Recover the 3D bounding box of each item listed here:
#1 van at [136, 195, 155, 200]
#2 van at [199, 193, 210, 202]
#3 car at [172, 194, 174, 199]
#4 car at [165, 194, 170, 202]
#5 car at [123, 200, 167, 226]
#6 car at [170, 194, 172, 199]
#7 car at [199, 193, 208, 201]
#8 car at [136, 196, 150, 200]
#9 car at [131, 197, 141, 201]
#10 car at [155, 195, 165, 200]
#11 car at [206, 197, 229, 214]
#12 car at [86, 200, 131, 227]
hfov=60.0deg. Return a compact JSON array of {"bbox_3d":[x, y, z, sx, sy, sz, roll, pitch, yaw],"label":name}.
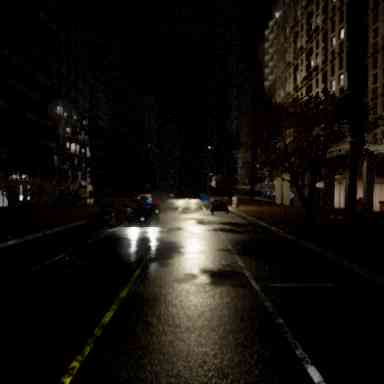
[{"bbox_3d":[-5.692,1.190,38.976,1.690,1.788,3.998,-1,0,0],"label":"van"},{"bbox_3d":[2.696,1.102,67.100,1.690,1.788,3.998,-1,0,0],"label":"van"},{"bbox_3d":[-5.673,1.253,89.602,2.008,1.369,4.403,-1,0,0],"label":"car"},{"bbox_3d":[-5.682,1.328,61.478,2.008,1.369,4.403,-1,0,0],"label":"car"},{"bbox_3d":[-3.046,1.472,22.425,1.994,1.385,4.181,0,0,0],"label":"car"},{"bbox_3d":[-5.680,1.312,67.102,2.008,1.369,4.403,-1,0,0],"label":"car"},{"bbox_3d":[2.701,1.170,78.350,1.967,1.590,4.097,-1,0,0],"label":"car"},{"bbox_3d":[-5.691,1.413,33.353,1.887,1.381,4.507,-1,0,0],"label":"car"},{"bbox_3d":[-5.693,1.414,27.558,1.752,1.417,4.829,-1,0,0],"label":"car"},{"bbox_3d":[-5.686,1.357,50.227,1.887,1.381,4.507,-1,0,0],"label":"car"},{"bbox_3d":[2.690,1.450,33.350,1.802,1.307,4.206,-1,0,0],"label":"car"},{"bbox_3d":[-5.694,1.460,22.102,2.008,1.369,4.403,-1,0,0],"label":"car"}]
